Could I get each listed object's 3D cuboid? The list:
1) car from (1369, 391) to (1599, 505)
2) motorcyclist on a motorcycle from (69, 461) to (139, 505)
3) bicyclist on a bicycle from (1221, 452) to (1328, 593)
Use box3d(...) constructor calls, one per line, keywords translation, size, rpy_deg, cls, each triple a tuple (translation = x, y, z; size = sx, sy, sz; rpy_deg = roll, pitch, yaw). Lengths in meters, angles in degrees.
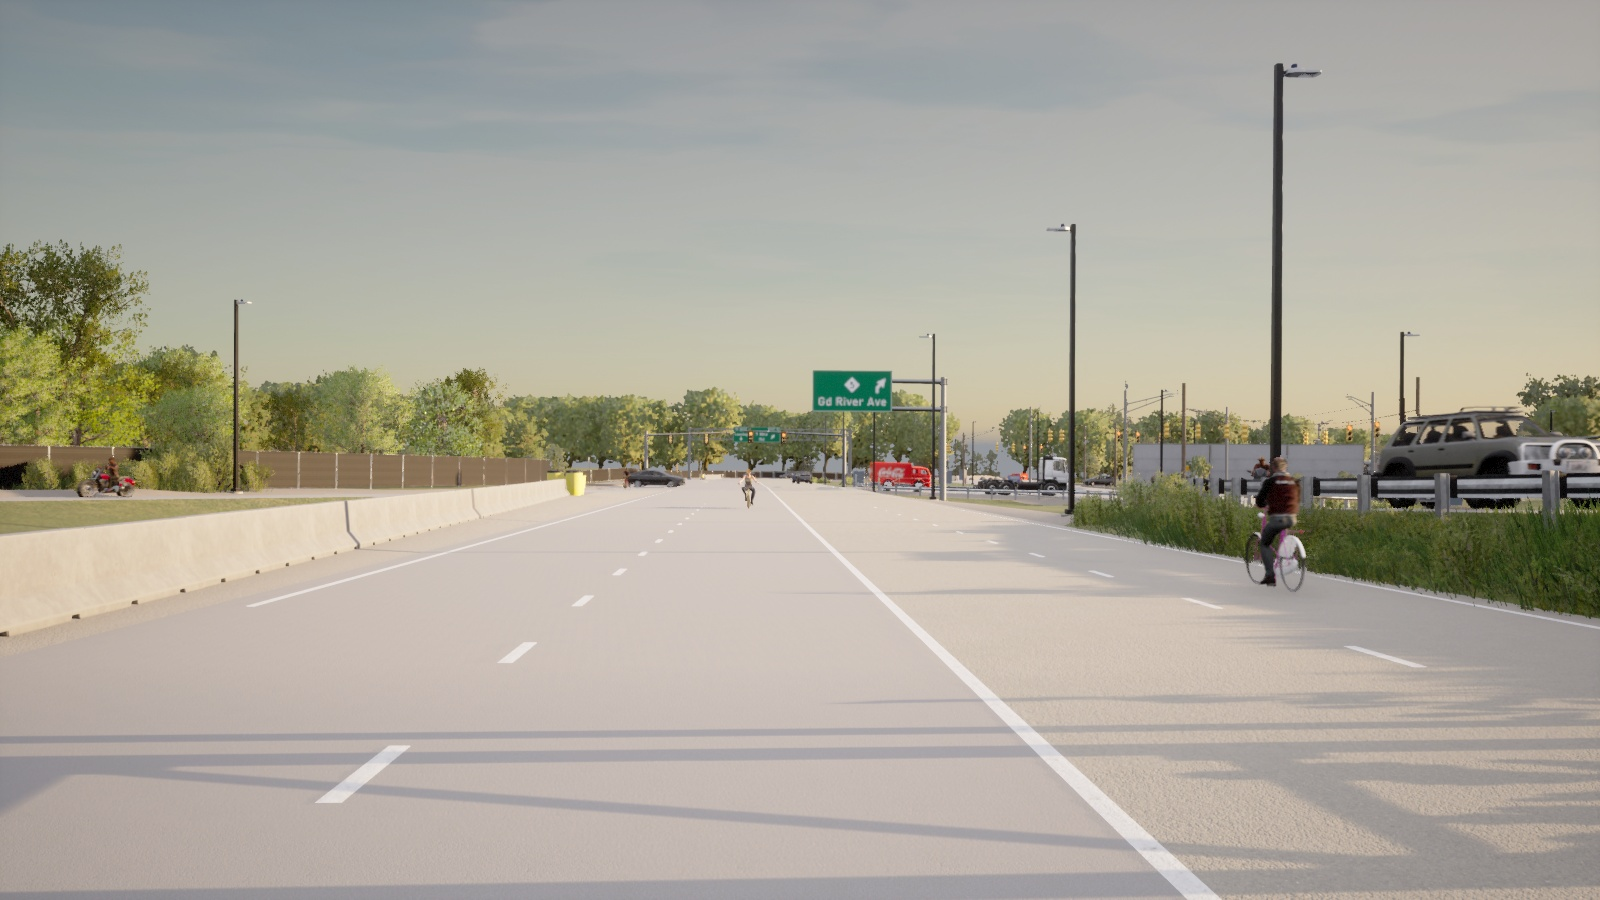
box3d(translation=(12.530, 0.055, 22.678), size=(1.932, 1.855, 4.605), rpy_deg=(0, -2, -7), cls="car")
box3d(translation=(-27.002, 1.282, 48.737), size=(0.766, 1.649, 2.350), rpy_deg=(0, -1, 24), cls="motorcyclist on a motorcycle")
box3d(translation=(6.327, 0.931, 16.835), size=(0.659, 1.776, 1.843), rpy_deg=(0, -1, -2), cls="bicyclist on a bicycle")
